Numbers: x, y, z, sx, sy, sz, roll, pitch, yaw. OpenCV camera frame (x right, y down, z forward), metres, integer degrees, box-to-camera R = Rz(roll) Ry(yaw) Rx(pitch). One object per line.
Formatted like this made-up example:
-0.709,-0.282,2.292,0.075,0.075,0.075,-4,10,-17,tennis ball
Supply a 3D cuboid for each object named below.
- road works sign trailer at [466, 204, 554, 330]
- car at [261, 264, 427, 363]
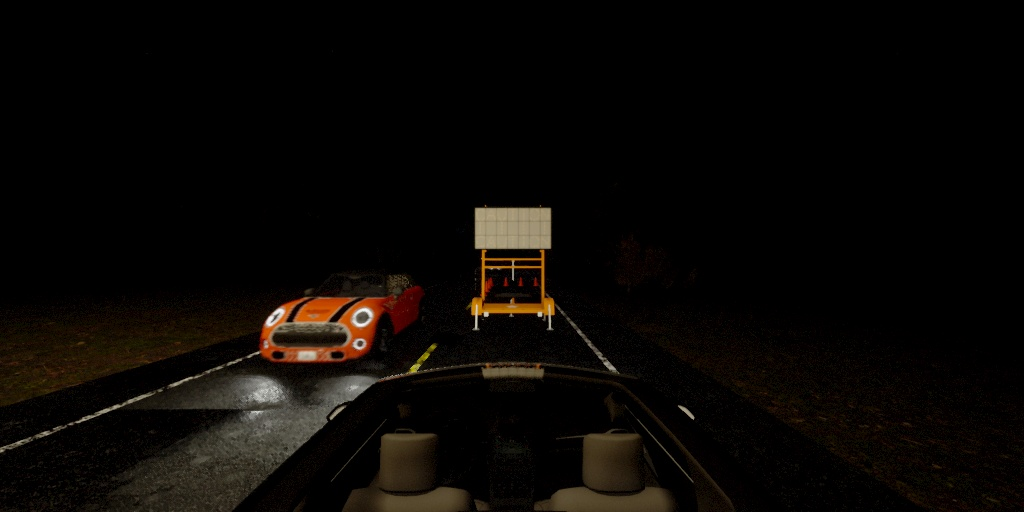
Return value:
0.034,0.215,11.107,2.380,3.560,2.880,0,0,0,road works sign trailer
-3.476,1.102,8.342,2.097,1.767,4.553,0,0,0,car
